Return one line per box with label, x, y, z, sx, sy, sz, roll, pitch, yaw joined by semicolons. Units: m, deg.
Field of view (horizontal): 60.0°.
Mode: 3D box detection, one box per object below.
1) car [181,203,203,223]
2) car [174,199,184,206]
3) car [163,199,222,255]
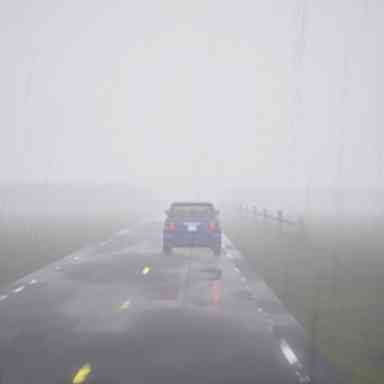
car;0.018;1.801;29.333;1.837;1.490;4.892;0;0;0
car;-2.715;2.255;71.784;1.882;1.535;5.008;0;-1;0
car;0.008;1.353;14.056;2.150;2.045;5.566;0;0;0
